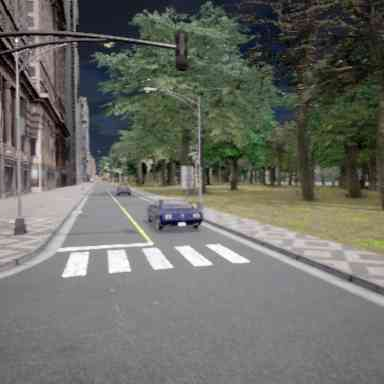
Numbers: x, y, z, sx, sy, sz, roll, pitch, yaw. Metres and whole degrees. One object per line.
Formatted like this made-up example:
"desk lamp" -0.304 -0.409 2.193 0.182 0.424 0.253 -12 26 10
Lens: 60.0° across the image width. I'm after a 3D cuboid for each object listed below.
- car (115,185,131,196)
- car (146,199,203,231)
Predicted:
"car" -9.519 -0.232 45.976 2.033 1.411 5.357 -1 2 -16
"car" -1.020 0.968 16.009 1.895 1.301 4.718 -1 2 -16
